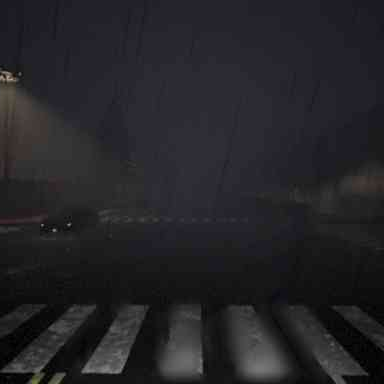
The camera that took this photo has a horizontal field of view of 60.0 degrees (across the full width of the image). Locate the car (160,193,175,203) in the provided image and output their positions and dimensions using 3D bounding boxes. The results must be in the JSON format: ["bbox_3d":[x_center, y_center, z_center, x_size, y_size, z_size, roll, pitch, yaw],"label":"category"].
[{"bbox_3d":[-5.281,1.267,71.984,2.150,2.045,5.566,0,0,11],"label":"car"}]

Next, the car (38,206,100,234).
[{"bbox_3d":[-6.958,1.563,19.529,2.033,1.411,5.357,0,0,0],"label":"car"}]

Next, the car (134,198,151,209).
[{"bbox_3d":[-6.716,1.520,45.463,1.882,1.535,5.008,0,0,1],"label":"car"}]
